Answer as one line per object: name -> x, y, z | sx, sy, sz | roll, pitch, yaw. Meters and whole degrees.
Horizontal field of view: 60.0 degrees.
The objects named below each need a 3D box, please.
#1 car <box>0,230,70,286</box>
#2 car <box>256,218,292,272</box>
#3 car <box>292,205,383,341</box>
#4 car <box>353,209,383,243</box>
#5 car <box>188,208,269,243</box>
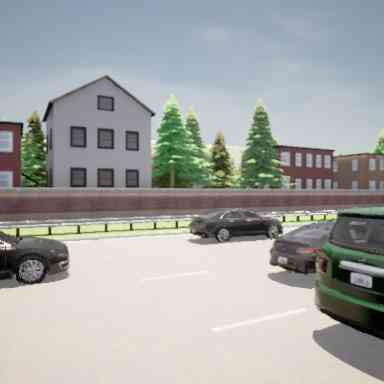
car -> -5.591, 1.521, 8.129 | 4.892, 1.490, 1.837 | 0, 0, -28
car -> 4.298, 1.544, 9.372 | 4.674, 1.442, 1.812 | 0, 0, -28
car -> 4.566, 1.233, 5.561 | 5.566, 2.045, 2.150 | 0, 0, -28
car -> 10.787, 1.579, 16.737 | 5.357, 1.411, 2.033 | 0, 0, -28
car -> 2.202, 1.536, 16.179 | 4.892, 1.490, 1.837 | 0, 0, -28
